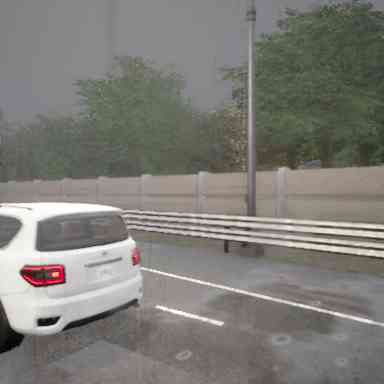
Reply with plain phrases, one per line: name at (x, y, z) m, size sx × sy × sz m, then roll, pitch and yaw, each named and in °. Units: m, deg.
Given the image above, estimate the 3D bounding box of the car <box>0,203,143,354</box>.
car at (-3.418, 1.222, 6.319) m, size 5.566 × 2.045 × 2.150 m, roll 0°, pitch 0°, yaw 36°
